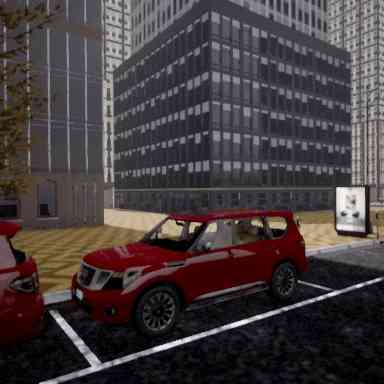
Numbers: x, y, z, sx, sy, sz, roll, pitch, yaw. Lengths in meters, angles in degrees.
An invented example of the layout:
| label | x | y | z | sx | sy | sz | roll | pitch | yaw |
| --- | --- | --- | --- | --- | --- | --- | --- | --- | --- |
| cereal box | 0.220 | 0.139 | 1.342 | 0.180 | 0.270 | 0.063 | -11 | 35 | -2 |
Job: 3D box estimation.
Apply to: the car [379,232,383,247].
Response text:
| label | x | y | z | sx | sy | sz | roll | pitch | yaw |
| --- | --- | --- | --- | --- | --- | --- | --- | --- | --- |
| car | 9.171 | 1.520 | 13.111 | 4.829 | 1.417 | 1.752 | 0 | -1 | -35 |

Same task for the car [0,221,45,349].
| label | x | y | z | sx | sy | sz | roll | pitch | yaw |
| --- | --- | --- | --- | --- | --- | --- | --- | --- | --- |
| car | -4.269 | 1.312 | 3.526 | 5.009 | 1.841 | 2.192 | 0 | -1 | -35 |

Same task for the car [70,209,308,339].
| label | x | y | z | sx | sy | sz | roll | pitch | yaw |
| --- | --- | --- | --- | --- | --- | --- | --- | --- | --- |
| car | 0.257 | 1.311 | 6.755 | 5.009 | 1.841 | 2.192 | 0 | -1 | -35 |
